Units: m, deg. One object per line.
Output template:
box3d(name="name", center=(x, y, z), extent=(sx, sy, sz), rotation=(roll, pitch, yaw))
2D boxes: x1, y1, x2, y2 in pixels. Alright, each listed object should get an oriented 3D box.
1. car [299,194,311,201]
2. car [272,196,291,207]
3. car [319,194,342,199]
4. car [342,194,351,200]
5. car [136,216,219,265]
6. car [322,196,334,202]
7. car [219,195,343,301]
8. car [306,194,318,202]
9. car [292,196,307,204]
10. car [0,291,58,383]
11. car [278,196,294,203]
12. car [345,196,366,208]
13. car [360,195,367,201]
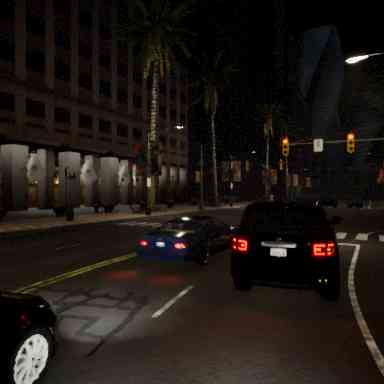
box3d(name="car", center=(30.191, 1.344, 88.663), extent=(2.185, 1.767, 4.553), rotation=(0, 0, 28))
box3d(name="car", center=(14.430, 1.498, 53.410), extent=(1.837, 1.490, 4.892), rotation=(0, 0, 29))
box3d(name="car", center=(20.803, 1.346, 50.082), extent=(2.097, 1.767, 4.553), rotation=(0, 0, 29))
box3d(name="car", center=(37.805, 1.343, 81.471), extent=(2.097, 1.767, 4.553), rotation=(0, 0, 28))
box3d(name="car", center=(0.188, 1.546, 11.790), extent=(2.033, 1.411, 5.357), rotation=(0, 0, 26))
box3d(name="car", center=(31.899, 1.543, 77.909), extent=(1.994, 1.385, 4.181), rotation=(0, 0, 29))
box3d(name="car", center=(2.613, 1.220, 8.701), extent=(2.150, 2.045, 5.566), rotation=(0, 0, 22))
box3d(name="car", center=(28.743, 1.346, 79.436), extent=(2.097, 1.767, 4.553), rotation=(0, 0, 29))
box3d(name="car", center=(21.363, 1.513, 65.948), extent=(2.128, 1.511, 4.902), rotation=(0, 0, 29))
box3d(name="car", center=(-2.919, 1.502, 2.444), extent=(1.837, 1.490, 4.892), rotation=(0, -1, 9))
box3d(name="car", center=(19.633, 1.505, 69.440), extent=(2.161, 1.482, 4.786), rotation=(0, 0, 28))
box3d(name="car", center=(23.277, 1.595, 47.308), extent=(1.895, 1.301, 4.718), rotation=(0, 0, 29))
box3d(name="car", center=(40.688, 1.525, 79.438), extent=(2.033, 1.411, 5.357), rotation=(0, 0, 28))
